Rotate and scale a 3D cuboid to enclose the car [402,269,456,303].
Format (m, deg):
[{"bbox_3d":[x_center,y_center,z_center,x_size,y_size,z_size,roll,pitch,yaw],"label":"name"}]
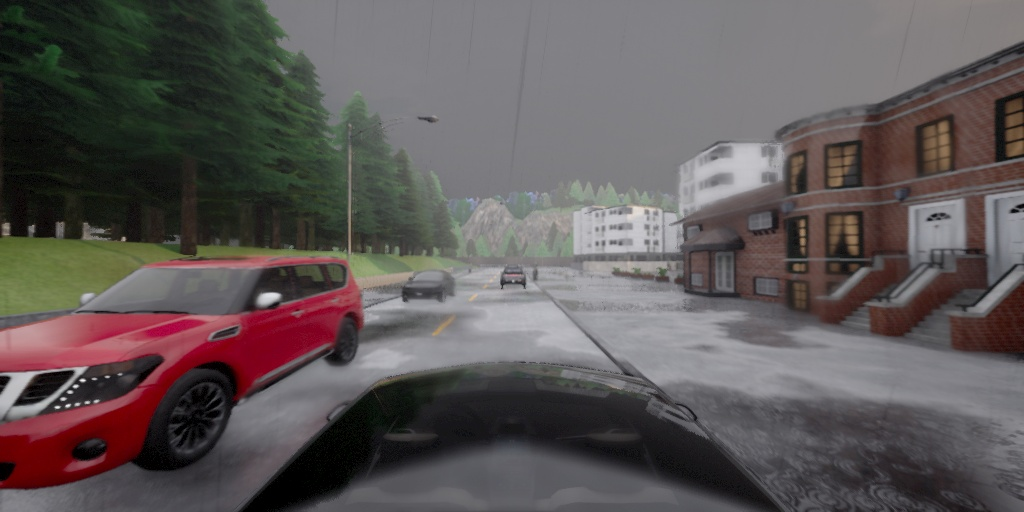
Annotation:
[{"bbox_3d":[-4.081,1.453,18.344,1.882,1.535,5.008,0,-1,0],"label":"car"}]

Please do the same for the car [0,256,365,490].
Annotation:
[{"bbox_3d":[-4.107,1.014,5.236,2.150,2.045,5.566,0,0,-1],"label":"car"}]

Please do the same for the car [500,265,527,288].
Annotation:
[{"bbox_3d":[0.101,1.586,27.276,2.128,1.511,4.902,0,-1,0],"label":"car"}]
